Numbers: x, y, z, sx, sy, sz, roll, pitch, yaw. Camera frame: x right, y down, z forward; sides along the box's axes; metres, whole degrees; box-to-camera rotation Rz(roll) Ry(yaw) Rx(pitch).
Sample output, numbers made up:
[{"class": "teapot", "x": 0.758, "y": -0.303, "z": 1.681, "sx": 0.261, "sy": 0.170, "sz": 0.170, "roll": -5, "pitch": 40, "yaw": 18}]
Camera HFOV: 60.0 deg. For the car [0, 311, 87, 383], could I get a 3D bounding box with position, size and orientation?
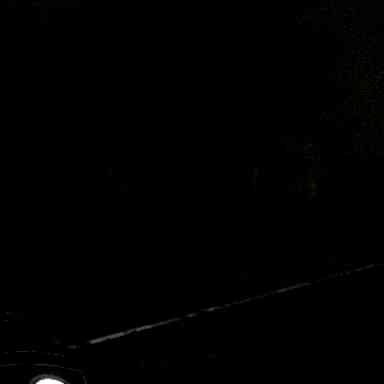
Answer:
[{"class": "car", "x": -2.848, "y": 1.359, "z": 1.706, "sx": 4.553, "sy": 1.767, "sz": 2.097, "roll": 0, "pitch": 0, "yaw": -36}]
